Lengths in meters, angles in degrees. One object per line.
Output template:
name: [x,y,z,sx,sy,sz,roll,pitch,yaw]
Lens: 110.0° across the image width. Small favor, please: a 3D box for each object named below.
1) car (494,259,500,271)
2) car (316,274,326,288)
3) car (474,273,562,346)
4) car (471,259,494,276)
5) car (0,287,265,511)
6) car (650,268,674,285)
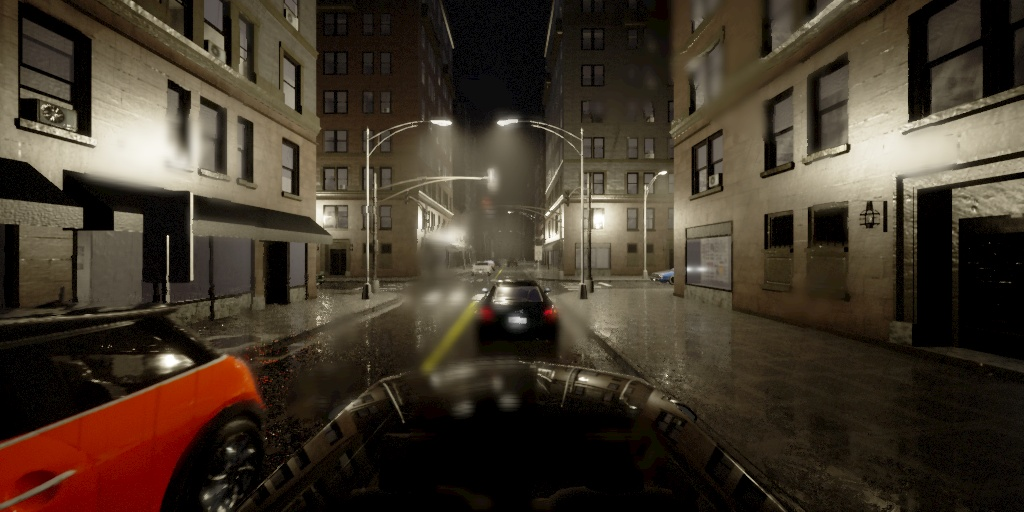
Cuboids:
car: [-3.098,1.293,47.823,2.033,1.411,5.357,0,0,0]
car: [-14.028,1.387,21.829,4.718,1.301,1.895,0,0,0]
car: [0.114,1.314,9.458,1.994,1.385,4.181,0,0,-1]
car: [-3.110,1.274,37.295,1.812,1.442,4.674,0,0,-1]
car: [-3.099,1.101,1.048,2.097,1.767,4.553,0,0,0]
car: [12.613,1.261,25.119,5.357,1.411,2.033,0,0,0]
